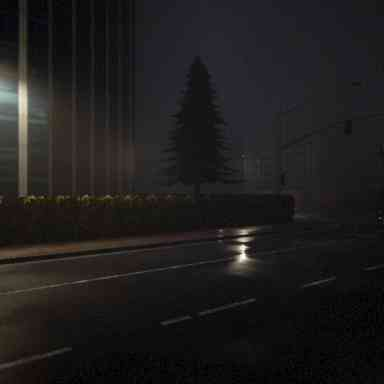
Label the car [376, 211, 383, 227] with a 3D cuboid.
[{"bbox_3d":[12.887,1.547,19.535,2.033,1.411,5.357,0,0,4],"label":"car"}]
